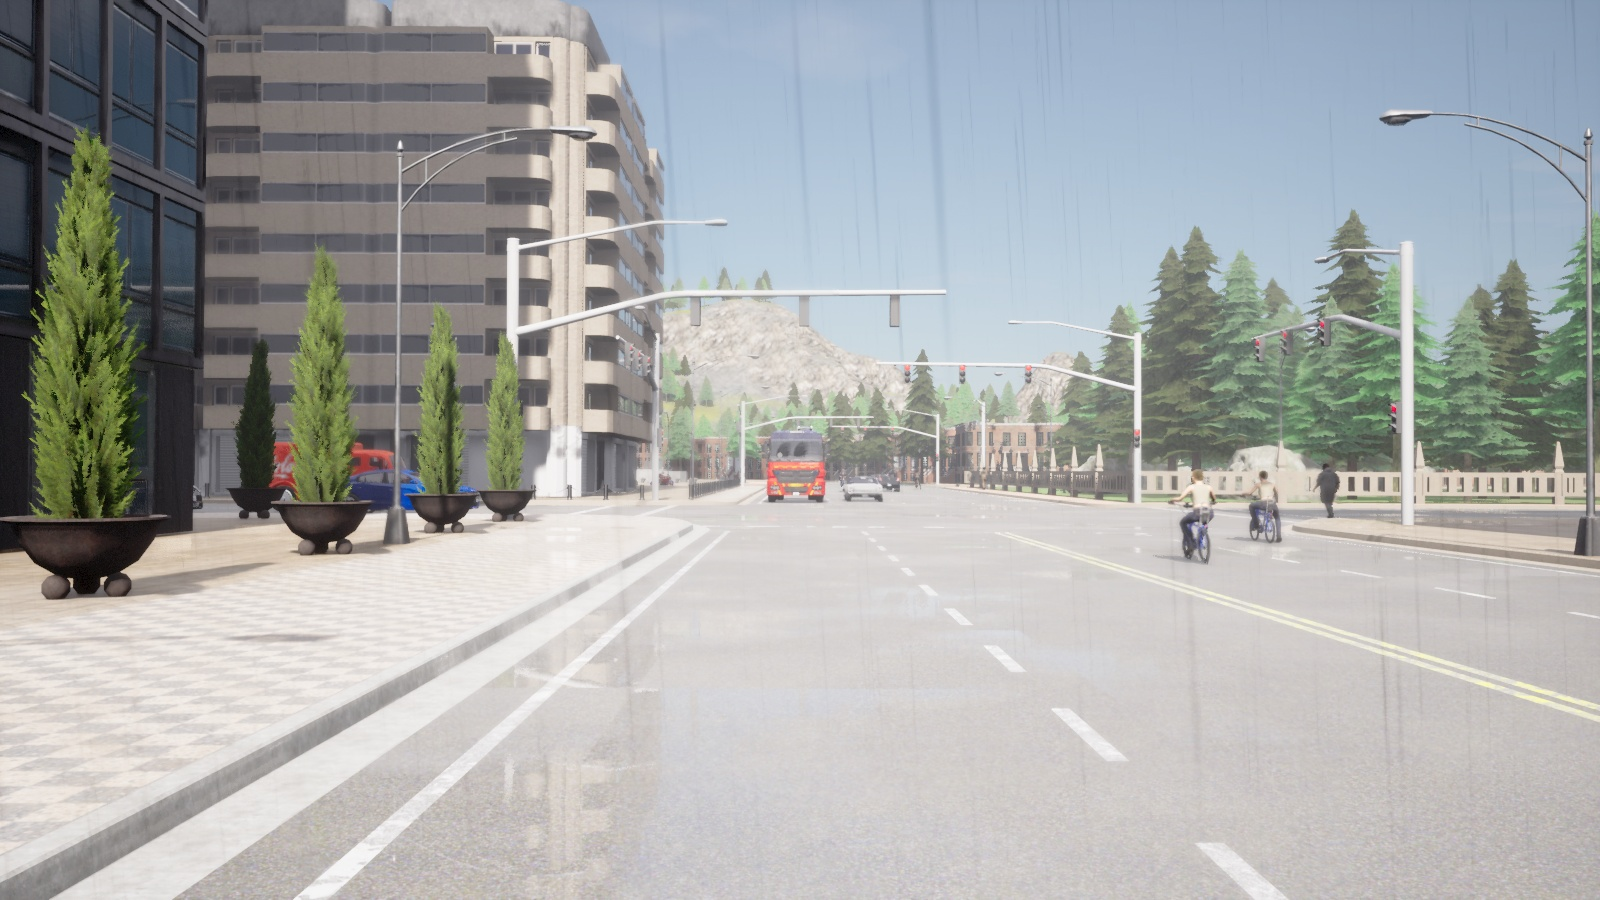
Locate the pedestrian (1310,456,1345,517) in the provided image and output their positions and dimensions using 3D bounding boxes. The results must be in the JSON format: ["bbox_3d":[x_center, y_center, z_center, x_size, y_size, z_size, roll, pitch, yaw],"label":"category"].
[{"bbox_3d":[17.100,1.167,40.713,0.659,1.952,0.873,0,-1,-9],"label":"pedestrian"}]

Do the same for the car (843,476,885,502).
[{"bbox_3d":[3.310,2.002,65.676,1.895,1.301,4.718,0,-1,0],"label":"car"}]

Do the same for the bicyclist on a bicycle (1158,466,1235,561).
[{"bbox_3d":[6.932,1.092,22.031,0.866,1.612,1.509,0,-1,0],"label":"bicyclist on a bicycle"}]

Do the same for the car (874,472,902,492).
[{"bbox_3d":[6.723,2.411,96.059,1.845,1.501,3.633,0,-1,0],"label":"car"}]

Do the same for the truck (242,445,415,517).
[{"bbox_3d":[-16.747,1.090,44.837,5.204,2.467,2.627,0,-1,0],"label":"truck"}]

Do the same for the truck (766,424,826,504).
[{"bbox_3d":[-0.192,0.738,64.917,2.891,3.827,8.468,0,-1,0],"label":"truck"}]

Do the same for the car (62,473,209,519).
[{"bbox_3d":[-21.819,1.504,41.343,3.806,1.475,1.970,0,-1,0],"label":"car"}]

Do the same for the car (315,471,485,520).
[{"bbox_3d":[-13.090,1.481,41.321,5.008,1.535,1.882,0,-1,0],"label":"car"}]

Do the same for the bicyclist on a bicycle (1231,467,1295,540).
[{"bbox_3d":[10.412,1.183,28.270,0.866,1.612,1.509,0,-1,0],"label":"bicyclist on a bicycle"}]
